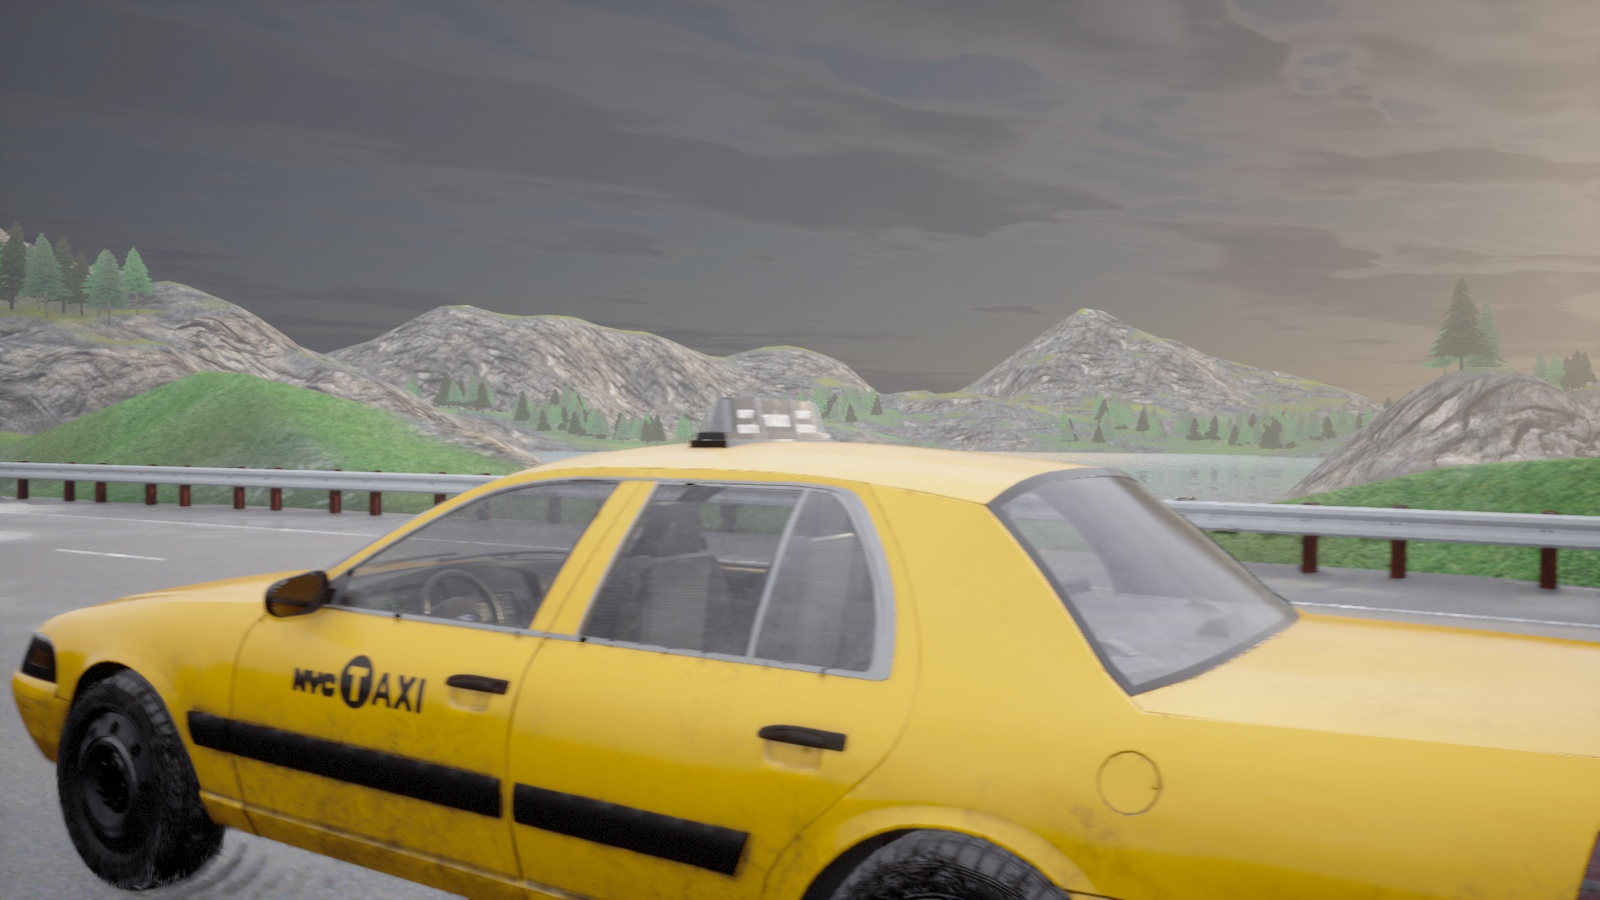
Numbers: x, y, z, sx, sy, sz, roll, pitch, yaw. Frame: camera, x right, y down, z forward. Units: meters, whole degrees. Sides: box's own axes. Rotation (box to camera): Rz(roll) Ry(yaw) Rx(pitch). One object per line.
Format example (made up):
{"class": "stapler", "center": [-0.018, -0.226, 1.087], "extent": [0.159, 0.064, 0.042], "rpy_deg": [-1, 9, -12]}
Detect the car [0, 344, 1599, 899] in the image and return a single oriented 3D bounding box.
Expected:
{"class": "car", "center": [-0.303, 0.620, 3.809], "extent": [5.366, 1.575, 1.801], "rpy_deg": [0, 1, 33]}
